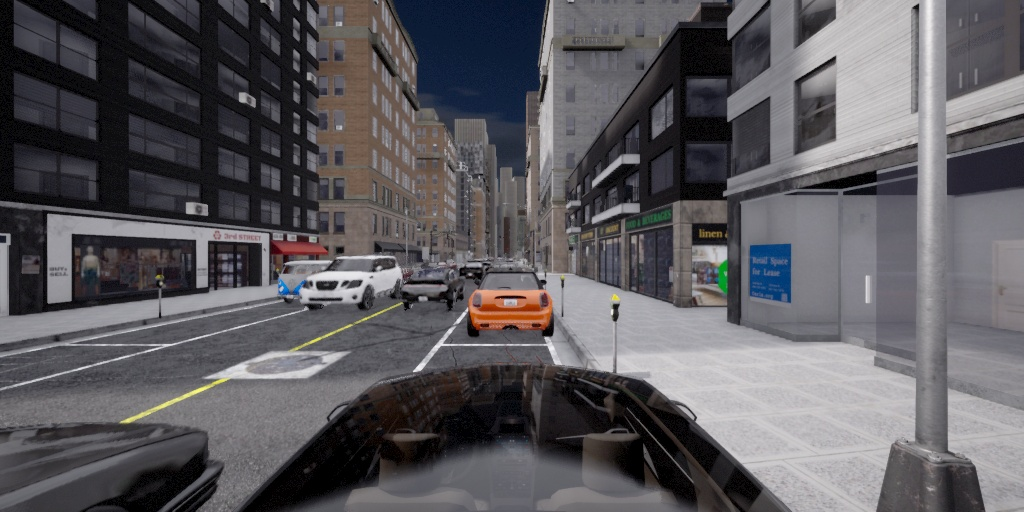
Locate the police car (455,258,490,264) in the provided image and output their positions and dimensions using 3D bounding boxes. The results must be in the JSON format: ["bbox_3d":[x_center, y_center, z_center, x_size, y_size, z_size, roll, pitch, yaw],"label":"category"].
[{"bbox_3d":[-3.145,1.179,29.512,1.930,1.638,5.238,0,0,0],"label":"police car"}]

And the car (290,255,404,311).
[{"bbox_3d":[-6.257,0.972,14.795,2.150,2.045,5.566,0,0,0],"label":"car"}]

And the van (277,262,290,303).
[{"bbox_3d":[-8.813,1.092,16.328,1.690,1.789,3.998,0,0,0],"label":"van"}]

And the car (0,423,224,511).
[{"bbox_3d":[-3.047,1.297,0.119,2.033,1.411,5.357,0,0,0],"label":"car"}]

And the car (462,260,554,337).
[{"bbox_3d":[-0.033,1.103,10.470,2.097,1.767,4.553,0,0,0],"label":"car"}]

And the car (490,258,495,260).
[{"bbox_3d":[-3.046,1.264,43.405,1.837,1.490,4.892,0,0,0],"label":"car"}]

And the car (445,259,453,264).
[{"bbox_3d":[-8.814,1.341,43.834,1.802,1.307,4.207,0,0,0],"label":"car"}]

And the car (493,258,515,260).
[{"bbox_3d":[-0.288,1.193,27.330,1.967,1.591,4.097,0,0,0],"label":"car"}]

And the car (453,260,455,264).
[{"bbox_3d":[-8.814,1.202,49.336,1.967,1.591,4.097,0,0,0],"label":"car"}]

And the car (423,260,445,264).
[{"bbox_3d":[-8.813,1.323,38.333,1.948,1.339,4.313,0,0,0],"label":"car"}]

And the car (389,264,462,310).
[{"bbox_3d":[-3.044,1.243,14.697,2.128,1.511,4.902,0,0,0],"label":"car"}]
